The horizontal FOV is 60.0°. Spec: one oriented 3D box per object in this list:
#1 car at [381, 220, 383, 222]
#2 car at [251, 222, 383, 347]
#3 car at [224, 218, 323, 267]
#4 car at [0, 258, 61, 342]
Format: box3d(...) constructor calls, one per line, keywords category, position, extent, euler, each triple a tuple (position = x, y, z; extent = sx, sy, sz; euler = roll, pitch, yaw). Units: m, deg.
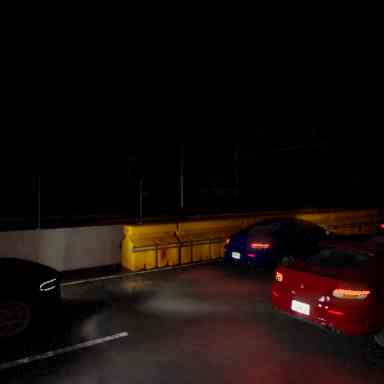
box3d(category="car", position=(10.854, 1.547, 15.790), extent=(5.357, 1.411, 2.033), euler=(0, 0, -36))
box3d(category="car", position=(3.454, 1.526, 6.221), extent=(4.674, 1.442, 1.812), euler=(0, 0, -36))
box3d(category="car", position=(3.055, 1.526, 10.230), extent=(4.674, 1.442, 1.812), euler=(0, 0, -35))
box3d(category="car", position=(-4.556, 1.478, 4.794), extent=(5.008, 1.535, 1.882), euler=(0, 0, -35))
